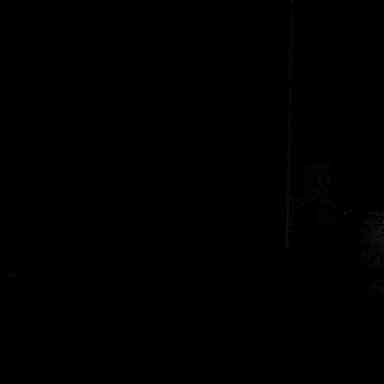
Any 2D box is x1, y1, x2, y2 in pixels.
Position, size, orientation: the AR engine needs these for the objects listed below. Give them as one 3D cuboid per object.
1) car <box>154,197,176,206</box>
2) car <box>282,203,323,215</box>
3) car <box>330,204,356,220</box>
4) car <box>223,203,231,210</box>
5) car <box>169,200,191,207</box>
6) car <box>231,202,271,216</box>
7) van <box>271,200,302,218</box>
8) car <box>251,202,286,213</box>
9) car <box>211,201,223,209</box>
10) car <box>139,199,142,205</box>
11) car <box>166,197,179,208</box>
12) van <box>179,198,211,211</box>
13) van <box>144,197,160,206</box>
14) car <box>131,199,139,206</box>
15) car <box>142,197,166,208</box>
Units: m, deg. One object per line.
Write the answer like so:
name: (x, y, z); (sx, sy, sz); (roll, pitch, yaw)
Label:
car: (-5.577, 1.979, 68.624); (2.192, 1.841, 5.009); (2, -1, -36)
car: (13.785, 2.083, 41.712); (1.887, 1.381, 4.507); (2, -1, -36)
car: (13.373, 1.865, 32.400); (1.882, 1.535, 5.008); (2, 0, -36)
car: (7.330, 2.124, 50.682); (1.887, 1.381, 4.507); (2, -1, -36)
car: (-2.353, 2.187, 64.136); (1.887, 1.381, 4.507); (2, -1, -36)
car: (6.832, 1.843, 36.734); (1.887, 1.381, 4.507); (2, -1, -36)
van: (10.061, 1.620, 32.252); (1.690, 1.788, 3.998); (2, -1, -36)
car: (10.558, 2.103, 46.197); (1.887, 1.381, 4.507); (2, -1, -36)
car: (4.003, 2.127, 55.304); (1.752, 1.417, 4.829); (2, -1, -36)
car: (-12.036, 2.257, 77.590); (2.008, 1.369, 4.403); (2, -1, -36)
car: (-1.728, 1.785, 53.399); (2.097, 1.767, 4.553); (2, -1, -36)
van: (0.384, 1.681, 45.708); (1.690, 1.788, 3.998); (2, -1, -36)
van: (-8.805, 2.026, 73.108); (1.690, 1.788, 3.998); (2, -1, -36)
car: (-12.522, 1.975, 63.647); (2.008, 1.369, 4.403); (2, -1, -36)
car: (-6.071, 1.964, 54.675); (1.802, 1.307, 4.206); (2, -1, -36)
